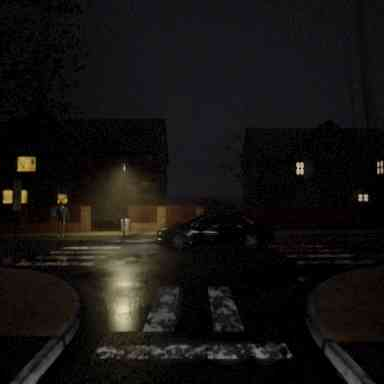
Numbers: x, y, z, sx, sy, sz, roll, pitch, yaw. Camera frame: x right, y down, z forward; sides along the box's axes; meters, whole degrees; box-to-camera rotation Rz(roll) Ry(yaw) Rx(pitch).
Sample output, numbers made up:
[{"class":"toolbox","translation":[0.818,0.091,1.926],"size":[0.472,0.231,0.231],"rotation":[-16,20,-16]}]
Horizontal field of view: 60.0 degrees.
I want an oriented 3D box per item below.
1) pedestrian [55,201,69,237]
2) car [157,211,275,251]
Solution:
[{"class":"pedestrian","translation":[-6.702,1.366,17.001],"size":[0.375,1.860,0.375],"rotation":[0,-1,1]},{"class":"car","translation":[0.972,1.589,13.974],"size":[4.892,1.490,1.837],"rotation":[0,-1,1]}]
